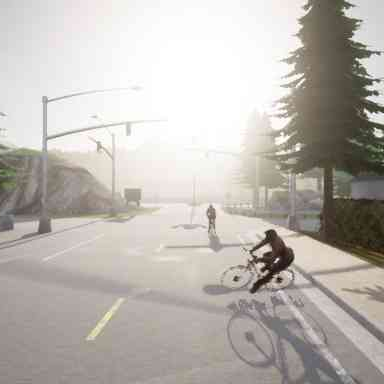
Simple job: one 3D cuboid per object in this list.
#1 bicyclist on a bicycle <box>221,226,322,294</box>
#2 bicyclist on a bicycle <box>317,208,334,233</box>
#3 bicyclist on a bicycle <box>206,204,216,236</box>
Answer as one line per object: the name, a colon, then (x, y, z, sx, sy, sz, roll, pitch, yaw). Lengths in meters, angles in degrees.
bicyclist on a bicycle: (1.475, 1.415, 6.659, 1.656, 1.620, 0.582, 6, 32, -13)
bicyclist on a bicycle: (6.708, 1.427, 16.748, 1.656, 1.620, 0.582, 8, 0, -42)
bicyclist on a bicycle: (1.014, 1.454, 17.334, 0.582, 1.620, 1.656, 0, -2, -7)
